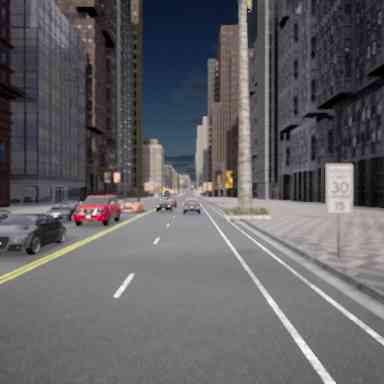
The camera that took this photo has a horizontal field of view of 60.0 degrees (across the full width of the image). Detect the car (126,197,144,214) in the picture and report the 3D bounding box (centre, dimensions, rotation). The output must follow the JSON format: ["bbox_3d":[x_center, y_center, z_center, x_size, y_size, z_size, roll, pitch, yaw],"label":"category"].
[{"bbox_3d":[-6.546,1.373,36.148,2.097,1.767,4.553,0,0,1],"label":"car"}]

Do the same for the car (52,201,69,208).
[{"bbox_3d":[-9.843,1.500,26.544,2.128,1.511,4.902,0,0,0],"label":"car"}]

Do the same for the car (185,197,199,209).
[{"bbox_3d":[0.005,1.521,47.913,1.882,1.535,5.008,0,0,0],"label":"car"}]

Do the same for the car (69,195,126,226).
[{"bbox_3d":[-6.596,1.228,23.880,2.150,2.045,5.566,0,0,0],"label":"car"}]

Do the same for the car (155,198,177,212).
[{"bbox_3d":[-3.164,1.628,39.114,1.895,1.301,4.718,0,0,0],"label":"car"}]

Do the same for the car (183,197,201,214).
[{"bbox_3d":[-0.010,1.568,35.466,2.033,1.411,5.357,0,0,0],"label":"car"}]

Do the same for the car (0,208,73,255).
[{"bbox_3d":[-6.606,1.565,13.238,1.994,1.385,4.181,0,0,0],"label":"car"}]
